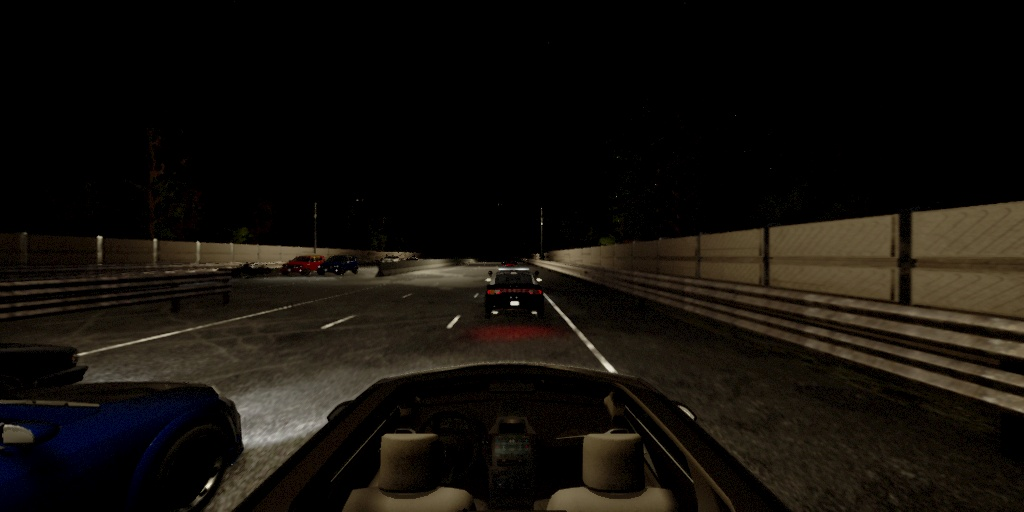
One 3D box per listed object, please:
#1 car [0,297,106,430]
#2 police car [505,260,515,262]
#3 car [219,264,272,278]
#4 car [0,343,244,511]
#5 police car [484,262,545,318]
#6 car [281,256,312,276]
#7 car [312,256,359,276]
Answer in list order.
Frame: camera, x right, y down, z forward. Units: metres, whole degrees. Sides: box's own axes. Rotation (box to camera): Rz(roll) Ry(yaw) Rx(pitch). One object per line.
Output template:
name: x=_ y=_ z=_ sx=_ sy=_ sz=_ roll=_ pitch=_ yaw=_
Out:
car: x=-6.903 y=1.299 z=2.514 sx=2.033 sy=1.411 sz=5.357 roll=0 pitch=0 yaw=0
police car: x=-0.266 y=1.266 z=43.993 sx=2.038 sy=1.542 sz=4.974 roll=0 pitch=0 yaw=-1
car: x=-24.817 y=1.362 z=33.509 sx=1.895 sy=1.301 sz=4.718 roll=0 pitch=0 yaw=-1
car: x=-3.406 y=1.315 z=1.492 sx=1.994 sy=1.385 sz=4.181 roll=0 pitch=0 yaw=0
police car: x=0.064 y=1.178 z=13.069 sx=1.930 sy=1.638 sz=5.238 roll=0 pitch=0 yaw=0
car: x=-21.361 y=0.983 z=37.106 sx=2.150 sy=2.045 sz=5.566 roll=0 pitch=0 yaw=-1
car: x=-17.866 y=0.982 z=37.108 sx=2.150 sy=2.045 sz=5.566 roll=0 pitch=0 yaw=-1
